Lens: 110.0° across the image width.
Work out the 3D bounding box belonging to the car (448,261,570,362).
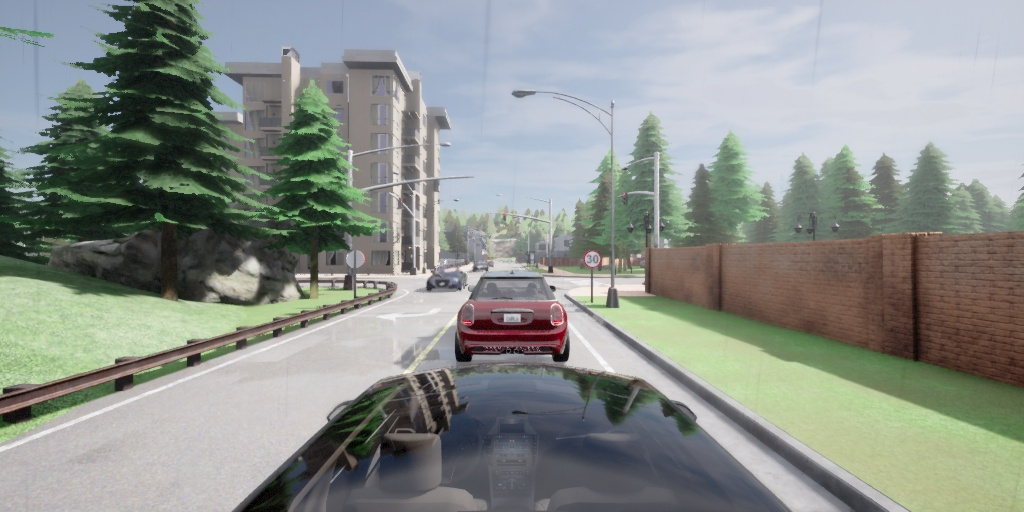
[{"bbox_3d":[0.004,1.102,8.384,2.097,1.767,4.553,0,0,0],"label":"car"}]

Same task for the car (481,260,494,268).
[{"bbox_3d":[-4.096,1.313,61.184,1.994,1.385,4.181,0,0,0],"label":"car"}]

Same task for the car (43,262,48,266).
[{"bbox_3d":[-30.933,0.987,24.692,5.566,2.045,2.150,0,0,-1],"label":"car"}]

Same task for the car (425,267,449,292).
[{"bbox_3d":[-3.773,1.317,21.293,1.994,1.385,4.181,0,0,-1],"label":"car"}]
